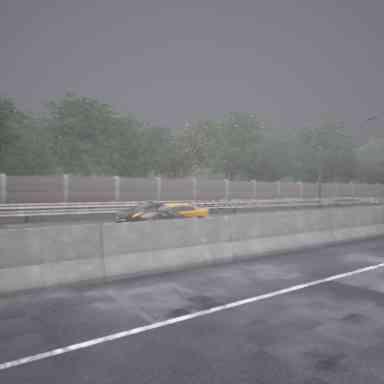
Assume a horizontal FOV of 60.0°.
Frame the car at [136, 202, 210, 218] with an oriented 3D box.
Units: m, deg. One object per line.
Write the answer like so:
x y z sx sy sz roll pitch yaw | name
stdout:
-1.196 1.457 20.339 5.008 1.535 1.882 0 0 -35 | car

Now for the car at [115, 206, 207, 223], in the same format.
-1.693 1.549 15.685 4.181 1.385 1.994 0 0 -36 | car

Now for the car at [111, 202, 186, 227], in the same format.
-2.974 1.484 23.369 4.892 1.490 1.837 0 0 -35 | car
